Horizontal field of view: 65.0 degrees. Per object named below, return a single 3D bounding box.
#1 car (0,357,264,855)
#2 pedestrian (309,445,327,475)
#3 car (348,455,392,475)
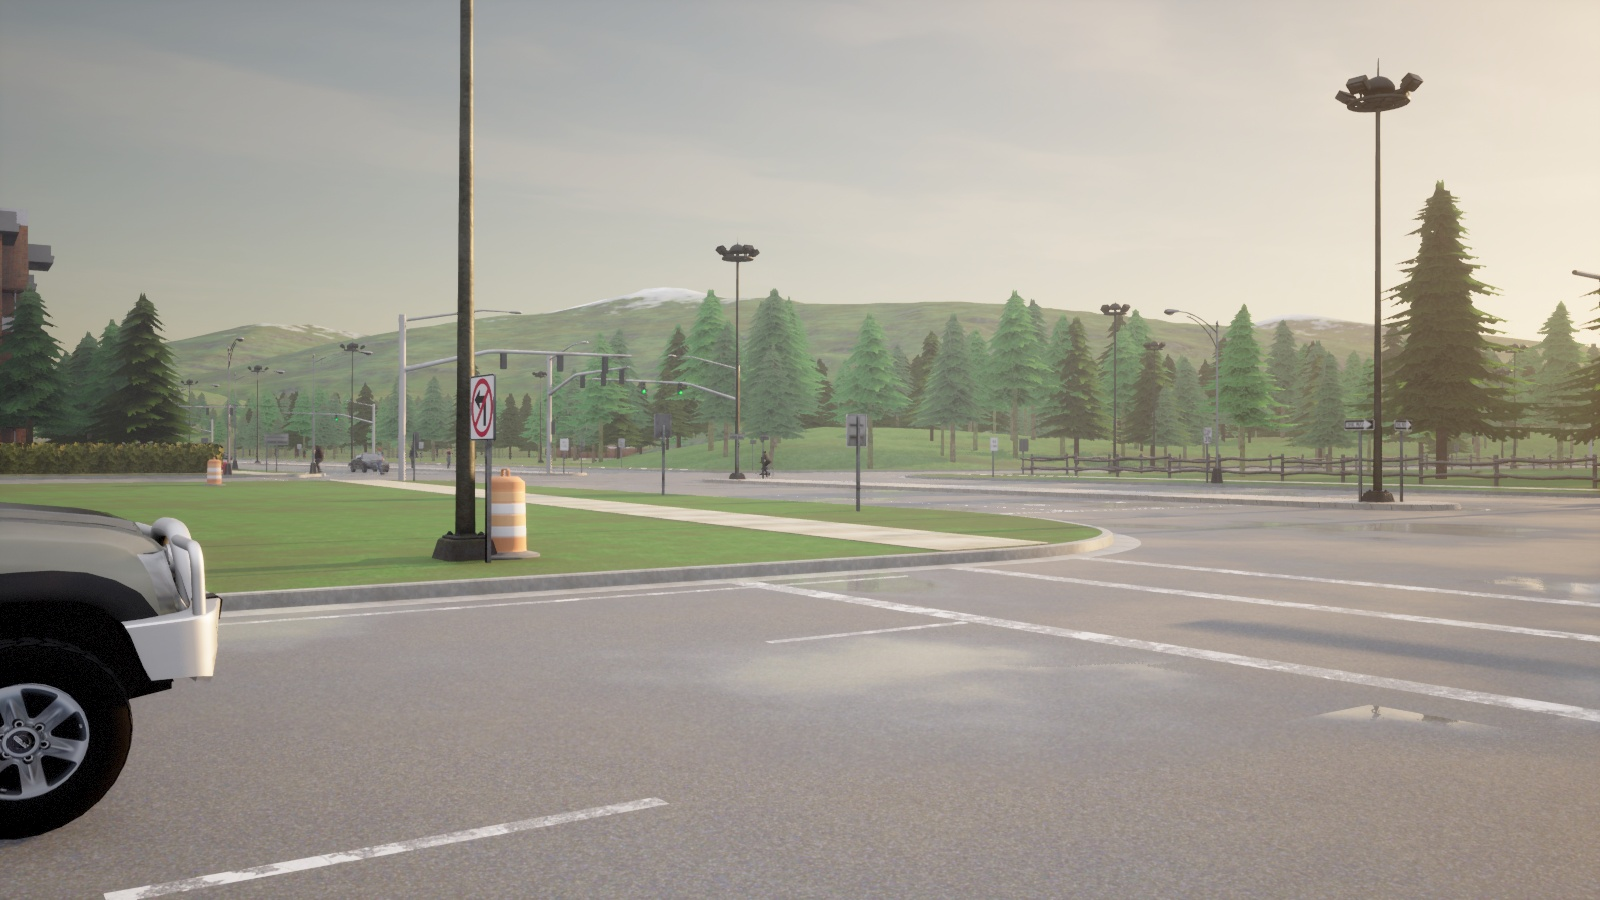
[{"bbox_3d":[-4.662,0.583,4.678,4.605,1.855,1.932,0,0,-35],"label":"car"},{"bbox_3d":[-30.257,0.641,78.856,0.899,1.844,0.634,0,0,-37],"label":"pedestrian"},{"bbox_3d":[-31.644,1.063,92.293,1.812,1.442,4.674,0,0,-35],"label":"car"}]
